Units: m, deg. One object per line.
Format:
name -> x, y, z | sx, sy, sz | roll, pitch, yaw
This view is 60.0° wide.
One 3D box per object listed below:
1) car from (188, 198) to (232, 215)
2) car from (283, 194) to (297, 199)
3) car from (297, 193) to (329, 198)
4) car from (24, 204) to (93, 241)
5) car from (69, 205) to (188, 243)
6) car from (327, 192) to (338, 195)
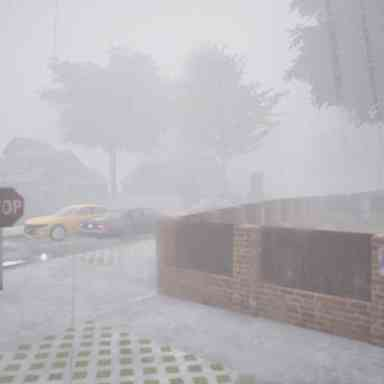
car -> 1.417, 1.244, 26.431 | 1.837, 1.490, 4.892 | 0, 1, 35
car -> 13.000, 0.989, 42.939 | 1.812, 1.442, 4.674 | 0, 1, 35
car -> 14.770, 1.059, 40.521 | 1.895, 1.301, 4.718 | 0, 1, 35
car -> -5.627, 1.376, 16.431 | 1.882, 1.535, 5.008 | 0, 0, 37
car -> -2.690, 1.412, 15.556 | 2.033, 1.411, 5.357 | 0, 0, 35
car -> 20.292, 0.763, 48.534 | 1.882, 1.535, 5.008 | 0, 1, 35
